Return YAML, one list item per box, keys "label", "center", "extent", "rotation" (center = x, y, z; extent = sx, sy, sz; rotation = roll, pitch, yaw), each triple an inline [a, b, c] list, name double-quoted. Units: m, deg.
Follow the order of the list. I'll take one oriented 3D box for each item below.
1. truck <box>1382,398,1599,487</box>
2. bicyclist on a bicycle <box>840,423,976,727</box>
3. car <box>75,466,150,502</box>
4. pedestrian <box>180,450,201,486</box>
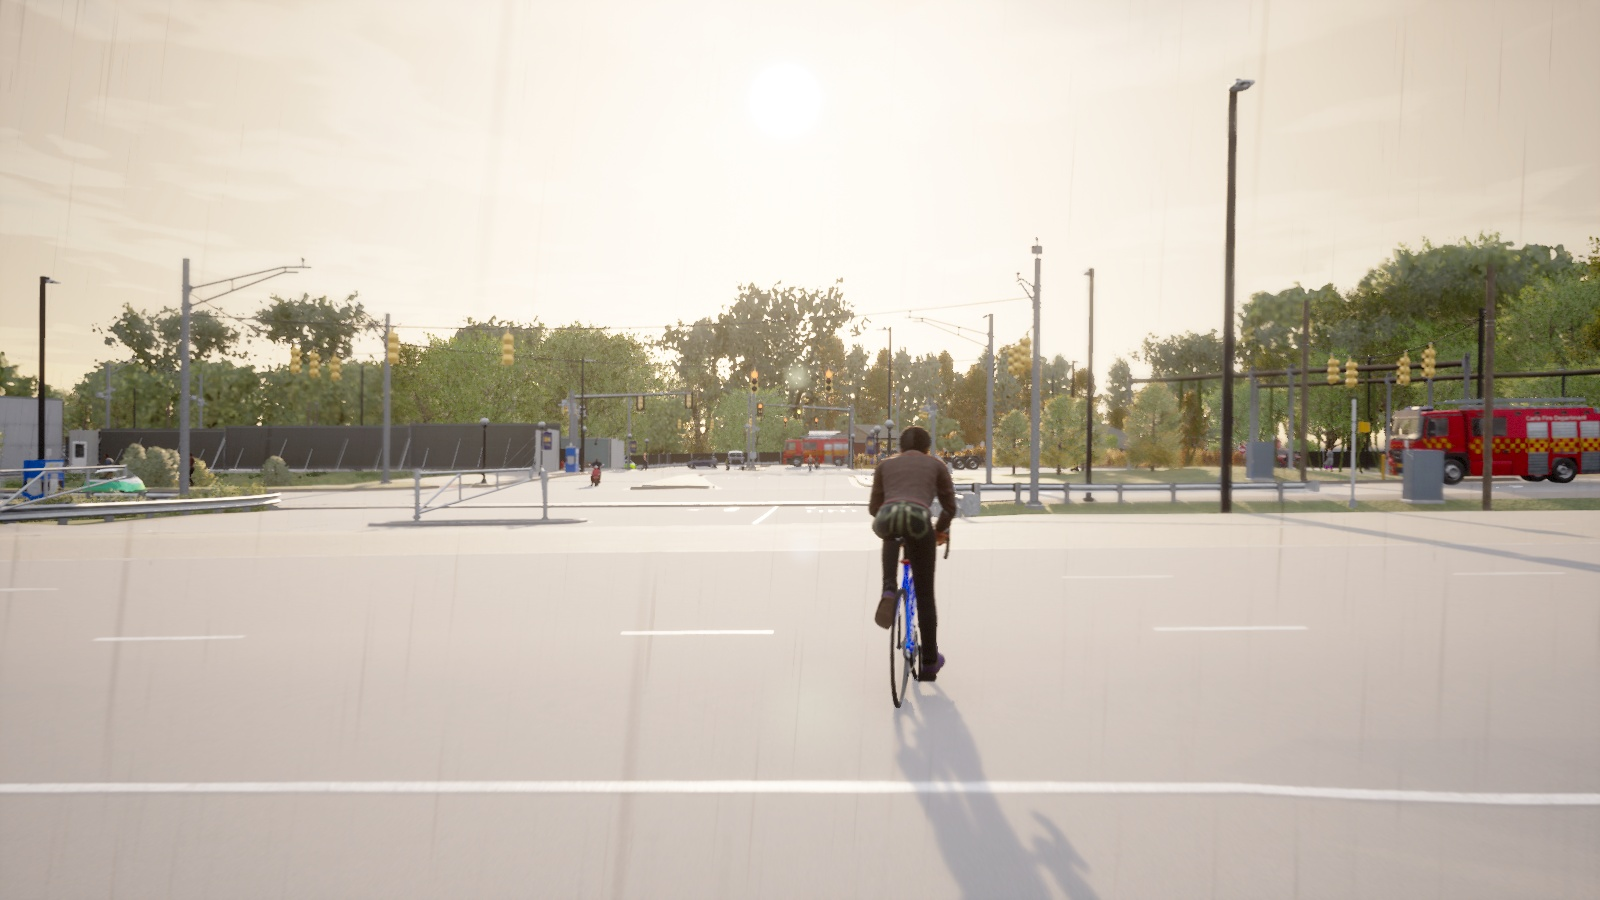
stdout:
- label: "truck"
  center: [31.414, -0.345, 57.176]
  extent: [8.468, 3.827, 2.891]
  rotation: [-1, 1, 0]
- label: "bicyclist on a bicycle"
  center: [0.691, 0.674, 7.577]
  extent: [0.582, 1.620, 1.656]
  rotation: [1, 0, 13]
- label: "car"
  center: [-27.657, 1.368, 50.564]
  extent: [2.207, 1.376, 1.481]
  rotation: [0, 1, 1]
- label: "pedestrian"
  center: [-30.819, 0.892, 63.501]
  extent: [0.869, 1.805, 0.328]
  rotation: [1, 1, 0]
